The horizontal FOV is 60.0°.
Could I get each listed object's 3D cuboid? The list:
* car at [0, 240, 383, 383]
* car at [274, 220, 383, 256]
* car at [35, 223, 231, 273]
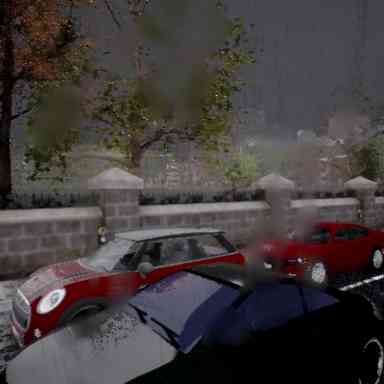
[{"bbox_3d":[0.276,1.549,3.571,4.181,1.385,1.994,-1,0,-35],"label":"car"},{"bbox_3d":[3.599,1.491,9.132,4.507,1.381,1.887,0,0,-36],"label":"car"},{"bbox_3d":[-0.908,1.423,5.917,4.097,1.590,1.967,0,0,-36],"label":"car"}]
